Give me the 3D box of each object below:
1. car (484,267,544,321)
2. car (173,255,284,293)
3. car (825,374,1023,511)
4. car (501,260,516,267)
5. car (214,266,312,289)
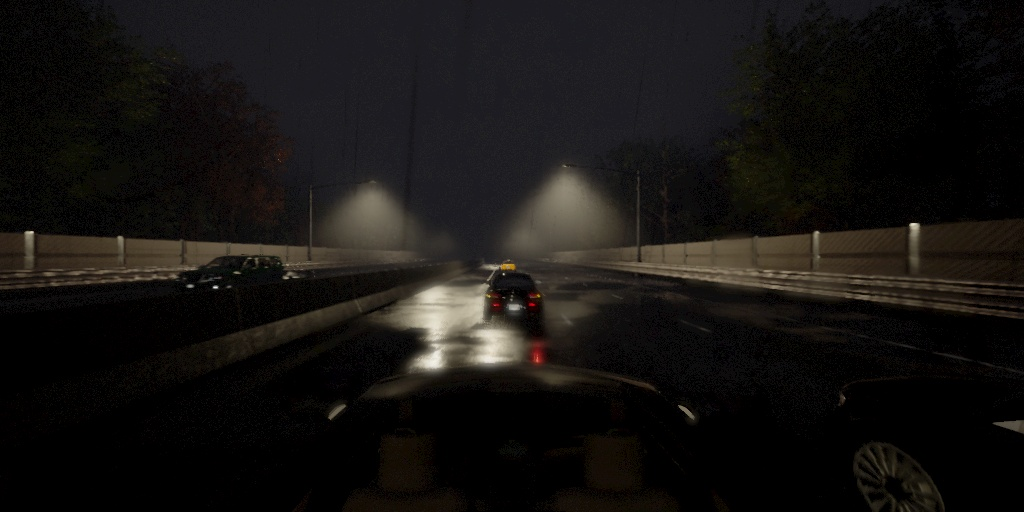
[{"bbox_3d":[0.054,1.279,12.349,1.812,1.442,4.674,0,0,0],"label":"car"},{"bbox_3d":[-14.121,0.980,18.499,2.150,2.045,5.566,0,0,0],"label":"car"},{"bbox_3d":[3.592,1.241,1.047,2.128,1.511,4.902,0,0,0],"label":"car"},{"bbox_3d":[-0.444,1.221,44.589,1.801,1.575,5.366,0,0,-1],"label":"car"},{"bbox_3d":[-10.624,1.321,16.192,1.994,1.385,4.181,0,0,0],"label":"car"}]
